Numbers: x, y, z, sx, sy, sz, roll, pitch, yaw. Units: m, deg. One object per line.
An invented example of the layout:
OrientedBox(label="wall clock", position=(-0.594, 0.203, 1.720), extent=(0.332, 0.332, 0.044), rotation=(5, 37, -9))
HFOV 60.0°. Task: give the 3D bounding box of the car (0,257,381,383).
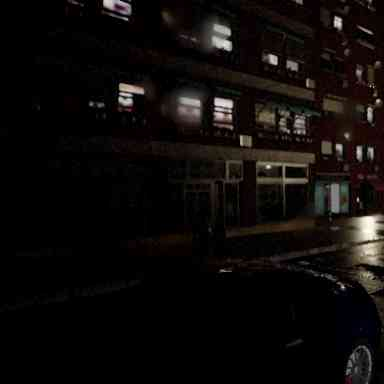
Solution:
OrientedBox(label="car", position=(0.185, 1.514, 3.491), extent=(4.674, 1.442, 1.812), rotation=(0, 0, -35))
